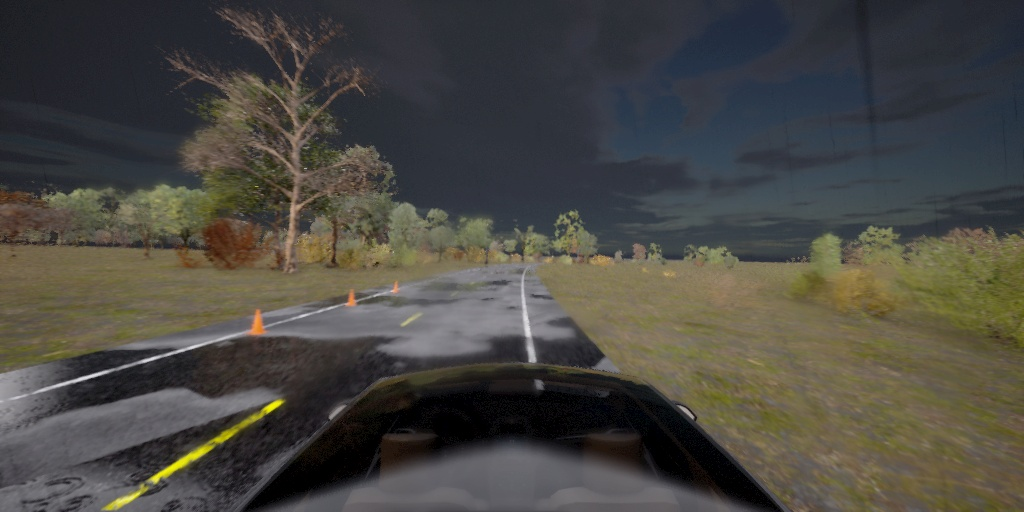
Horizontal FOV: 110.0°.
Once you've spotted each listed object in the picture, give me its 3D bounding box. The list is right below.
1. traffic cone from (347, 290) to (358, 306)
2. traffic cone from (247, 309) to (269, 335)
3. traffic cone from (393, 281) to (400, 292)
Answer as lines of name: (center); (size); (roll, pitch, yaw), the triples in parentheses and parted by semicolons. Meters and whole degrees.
traffic cone: (-6.174, 1.593, 13.809); (0.340, 0.580, 0.340); (0, 0, 1)
traffic cone: (-6.230, 1.597, 8.789); (0.340, 0.580, 0.340); (0, 0, 0)
traffic cone: (-6.087, 1.588, 18.828); (0.340, 0.580, 0.340); (0, 0, 1)
